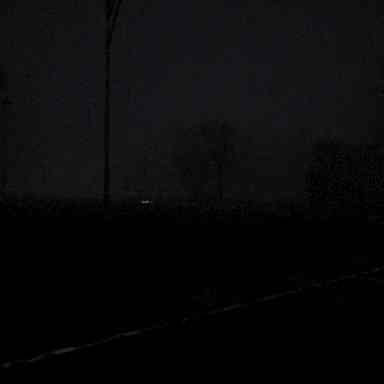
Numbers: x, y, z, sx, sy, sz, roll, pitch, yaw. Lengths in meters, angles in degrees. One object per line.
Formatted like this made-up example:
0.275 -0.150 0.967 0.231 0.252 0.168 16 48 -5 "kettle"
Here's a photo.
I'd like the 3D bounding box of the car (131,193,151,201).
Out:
-9.781 0.980 62.588 2.033 1.411 5.357 0 1 -36 "car"
